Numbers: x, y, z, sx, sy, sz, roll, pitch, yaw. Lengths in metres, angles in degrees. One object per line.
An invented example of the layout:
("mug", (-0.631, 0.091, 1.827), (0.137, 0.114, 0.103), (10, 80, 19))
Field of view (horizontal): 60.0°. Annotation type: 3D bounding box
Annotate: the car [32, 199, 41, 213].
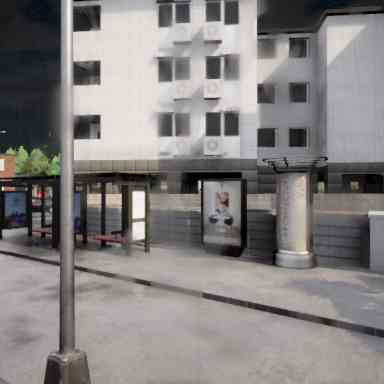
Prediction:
("car", (-16.147, 1.505, 34.085), (1.837, 1.490, 4.892), (0, 0, 35))
